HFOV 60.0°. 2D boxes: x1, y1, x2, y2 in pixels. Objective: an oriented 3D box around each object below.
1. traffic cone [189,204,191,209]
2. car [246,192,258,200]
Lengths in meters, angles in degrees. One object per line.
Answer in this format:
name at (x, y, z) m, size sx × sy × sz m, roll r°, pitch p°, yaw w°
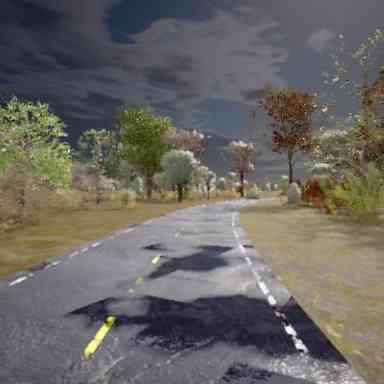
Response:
traffic cone at (-0.284, 1.811, 40.606) m, size 0.340 × 0.580 × 0.340 m, roll 0°, pitch 0°, yaw 11°
car at (15.099, 0.947, 83.369) m, size 2.150 × 2.045 × 5.566 m, roll 0°, pitch 0°, yaw 23°
